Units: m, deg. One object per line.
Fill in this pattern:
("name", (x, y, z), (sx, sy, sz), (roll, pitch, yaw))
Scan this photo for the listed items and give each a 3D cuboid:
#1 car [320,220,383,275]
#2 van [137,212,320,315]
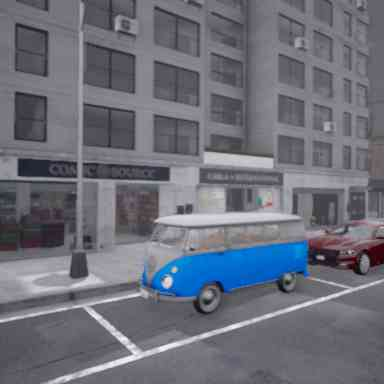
("car", (5.442, 1.607, 10.639), (4.507, 1.381, 1.887), (0, 0, -35))
("van", (0.838, 1.370, 7.358), (3.998, 1.788, 1.690), (0, 0, -35))
